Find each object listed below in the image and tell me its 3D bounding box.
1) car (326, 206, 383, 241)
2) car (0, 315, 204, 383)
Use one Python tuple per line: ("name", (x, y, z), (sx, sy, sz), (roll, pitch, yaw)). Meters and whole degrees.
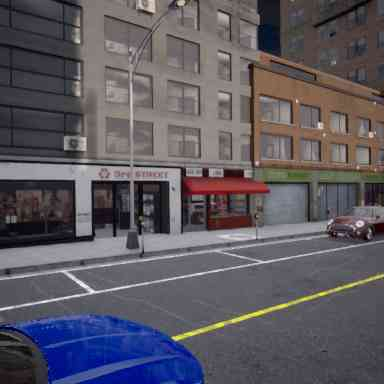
("car", (8.456, 1.435, 16.440), (4.097, 1.590, 1.967), (0, -1, -35))
("car", (-2.161, 1.478, 1.783), (5.008, 1.535, 1.882), (0, 0, -35))
